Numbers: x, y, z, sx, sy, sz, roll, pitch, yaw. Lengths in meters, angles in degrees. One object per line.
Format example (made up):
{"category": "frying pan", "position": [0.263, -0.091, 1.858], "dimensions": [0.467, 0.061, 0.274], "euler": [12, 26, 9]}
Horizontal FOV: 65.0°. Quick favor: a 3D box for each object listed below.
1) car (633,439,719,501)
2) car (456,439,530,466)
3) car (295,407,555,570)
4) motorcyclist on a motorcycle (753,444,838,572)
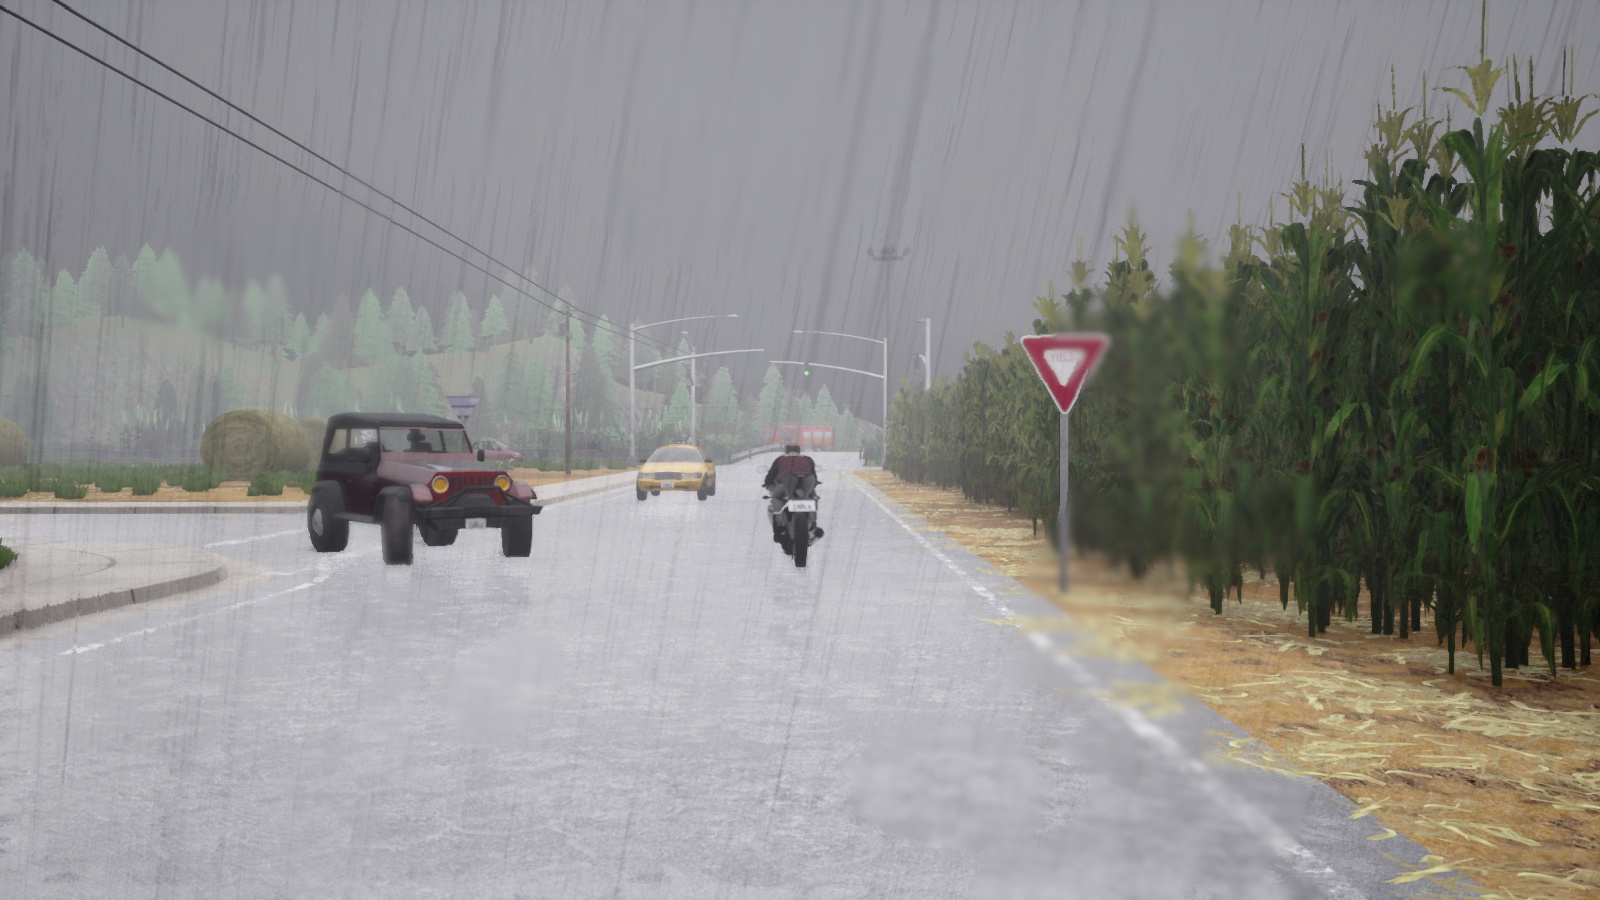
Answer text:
{"category": "car", "position": [-3.299, 0.489, 34.269], "dimensions": [1.801, 1.575, 5.366], "euler": [0, 0, 0]}
{"category": "car", "position": [-18.599, 0.164, 76.197], "dimensions": [3.988, 1.617, 1.851], "euler": [0, 0, 3]}
{"category": "car", "position": [-5.044, 0.432, 16.575], "dimensions": [1.905, 1.878, 3.866], "euler": [0, 0, -40]}
{"category": "motorcyclist on a motorcycle", "position": [-0.092, 0.687, 16.151], "dimensions": [0.866, 1.530, 2.191], "euler": [0, 0, -6]}
